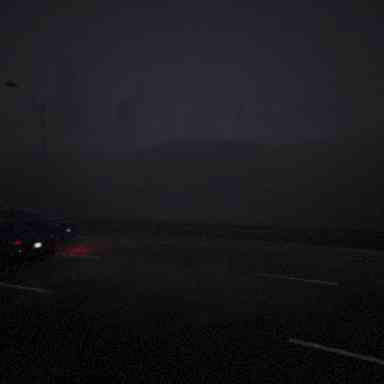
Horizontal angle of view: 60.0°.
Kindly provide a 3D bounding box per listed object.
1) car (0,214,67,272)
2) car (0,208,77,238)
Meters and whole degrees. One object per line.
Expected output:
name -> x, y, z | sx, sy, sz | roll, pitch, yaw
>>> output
car -> -6.404, 1.532, 10.400 | 4.181, 1.385, 1.994 | 0, 0, 19
car -> -7.431, 1.427, 14.353 | 5.008, 1.535, 1.882 | 0, 0, 17
